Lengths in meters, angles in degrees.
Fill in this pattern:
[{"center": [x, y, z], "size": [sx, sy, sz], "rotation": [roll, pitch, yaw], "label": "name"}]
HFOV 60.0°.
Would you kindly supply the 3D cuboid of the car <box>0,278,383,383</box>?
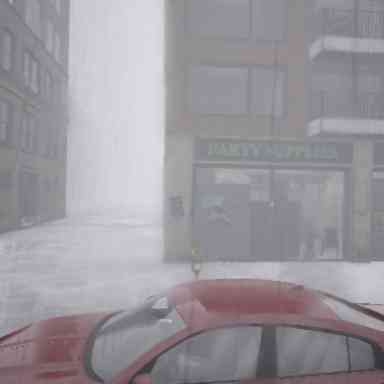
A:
[{"center": [0.226, 1.541, 3.006], "size": [4.507, 1.381, 1.887], "rotation": [1, 0, -5], "label": "car"}]
